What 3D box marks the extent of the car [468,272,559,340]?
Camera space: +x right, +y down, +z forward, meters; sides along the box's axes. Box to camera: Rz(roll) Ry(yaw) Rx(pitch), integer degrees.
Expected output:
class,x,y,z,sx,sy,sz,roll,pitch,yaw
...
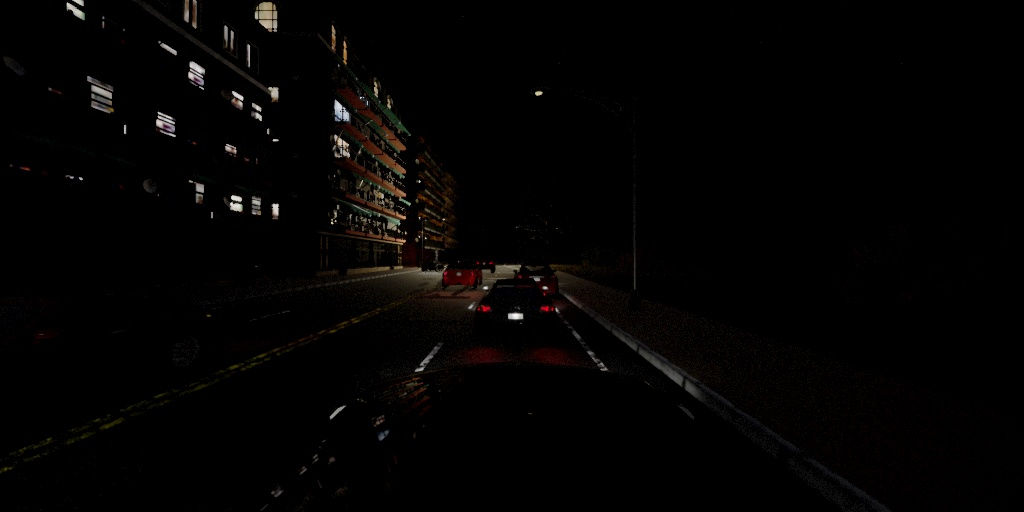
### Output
class,x,y,z,sx,sy,sz,roll,pitch,yaw
car,0.096,1.315,9.999,1.994,1.385,4.181,0,0,0

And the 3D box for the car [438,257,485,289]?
class,x,y,z,sx,sy,sz,roll,pitch,yaw
car,-3.143,1.104,23.331,2.097,1.767,4.553,0,0,0

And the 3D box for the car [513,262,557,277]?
class,x,y,z,sx,sy,sz,roll,pitch,yaw
car,1.141,1.103,18.579,2.097,1.767,4.553,0,0,0

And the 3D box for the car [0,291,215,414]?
class,x,y,z,sx,sy,sz,roll,pitch,yaw
car,-6.598,1.276,4.978,1.812,1.442,4.674,0,0,0

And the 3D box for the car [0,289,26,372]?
class,x,y,z,sx,sy,sz,roll,pitch,yaw
car,-9.850,1.298,3.842,2.033,1.411,5.357,0,0,0

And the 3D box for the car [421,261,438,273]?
class,x,y,z,sx,sy,sz,roll,pitch,yaw
car,-9.837,1.298,44.687,2.033,1.411,5.357,0,0,0

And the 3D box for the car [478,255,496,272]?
class,x,y,z,sx,sy,sz,roll,pitch,yaw
car,-3.137,0.966,43.001,2.150,2.045,5.566,0,-1,0
